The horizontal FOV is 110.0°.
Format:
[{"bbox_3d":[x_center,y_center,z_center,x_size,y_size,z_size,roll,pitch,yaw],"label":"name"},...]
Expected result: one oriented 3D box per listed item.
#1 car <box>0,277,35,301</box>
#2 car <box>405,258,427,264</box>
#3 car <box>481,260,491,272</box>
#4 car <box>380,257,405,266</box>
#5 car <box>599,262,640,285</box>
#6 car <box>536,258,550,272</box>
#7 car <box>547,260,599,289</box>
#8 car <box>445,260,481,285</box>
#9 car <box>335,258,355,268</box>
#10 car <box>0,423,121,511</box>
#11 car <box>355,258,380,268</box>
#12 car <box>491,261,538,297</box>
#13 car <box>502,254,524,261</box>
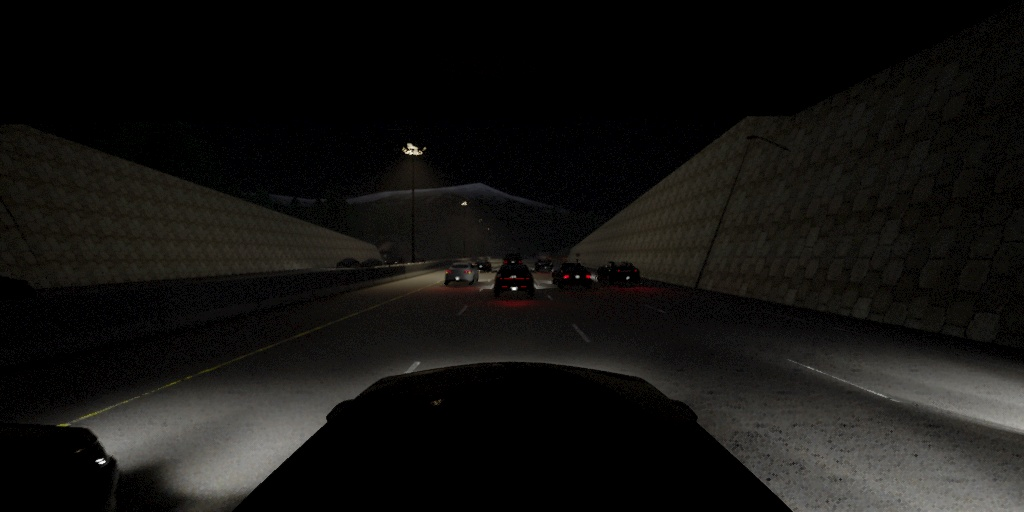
[{"bbox_3d":[-14.100,1.320,7.584,1.895,1.301,4.718,0,0,0],"label":"car"},{"bbox_3d":[-13.999,1.004,53.611,1.812,1.442,4.674,0,0,0],"label":"car"},{"bbox_3d":[-3.399,1.099,41.268,1.994,1.385,4.181,0,0,0],"label":"car"},{"bbox_3d":[-17.498,0.889,53.730,2.097,1.767,4.553,0,0,0],"label":"car"},{"bbox_3d":[7.100,1.118,24.355,2.128,1.511,4.902,0,0,0],"label":"car"},{"bbox_3d":[3.602,1.026,40.877,2.128,1.511,4.902,0,0,0],"label":"car"},{"bbox_3d":[3.600,1.186,22.197,2.033,1.411,5.357,0,0,0],"label":"car"},{"bbox_3d":[-3.399,1.152,24.631,1.812,1.442,4.674,0,0,0],"label":"car"},{"bbox_3d":[-24.498,1.001,53.701,1.812,1.442,4.674,0,0,0],"label":"car"},{"bbox_3d":[-3.398,1.263,0.208,1.837,1.490,4.892,0,0,0],"label":"car"},{"bbox_3d":[-20.998,1.075,53.701,2.033,1.411,5.357,0,0,0],"label":"car"},{"bbox_3d":[0.100,1.165,18.286,1.837,1.490,4.892,0,0,0],"label":"car"},{"bbox_3d":[0.102,0.763,39.688,2.150,2.045,5.566,0,0,0],"label":"car"}]
